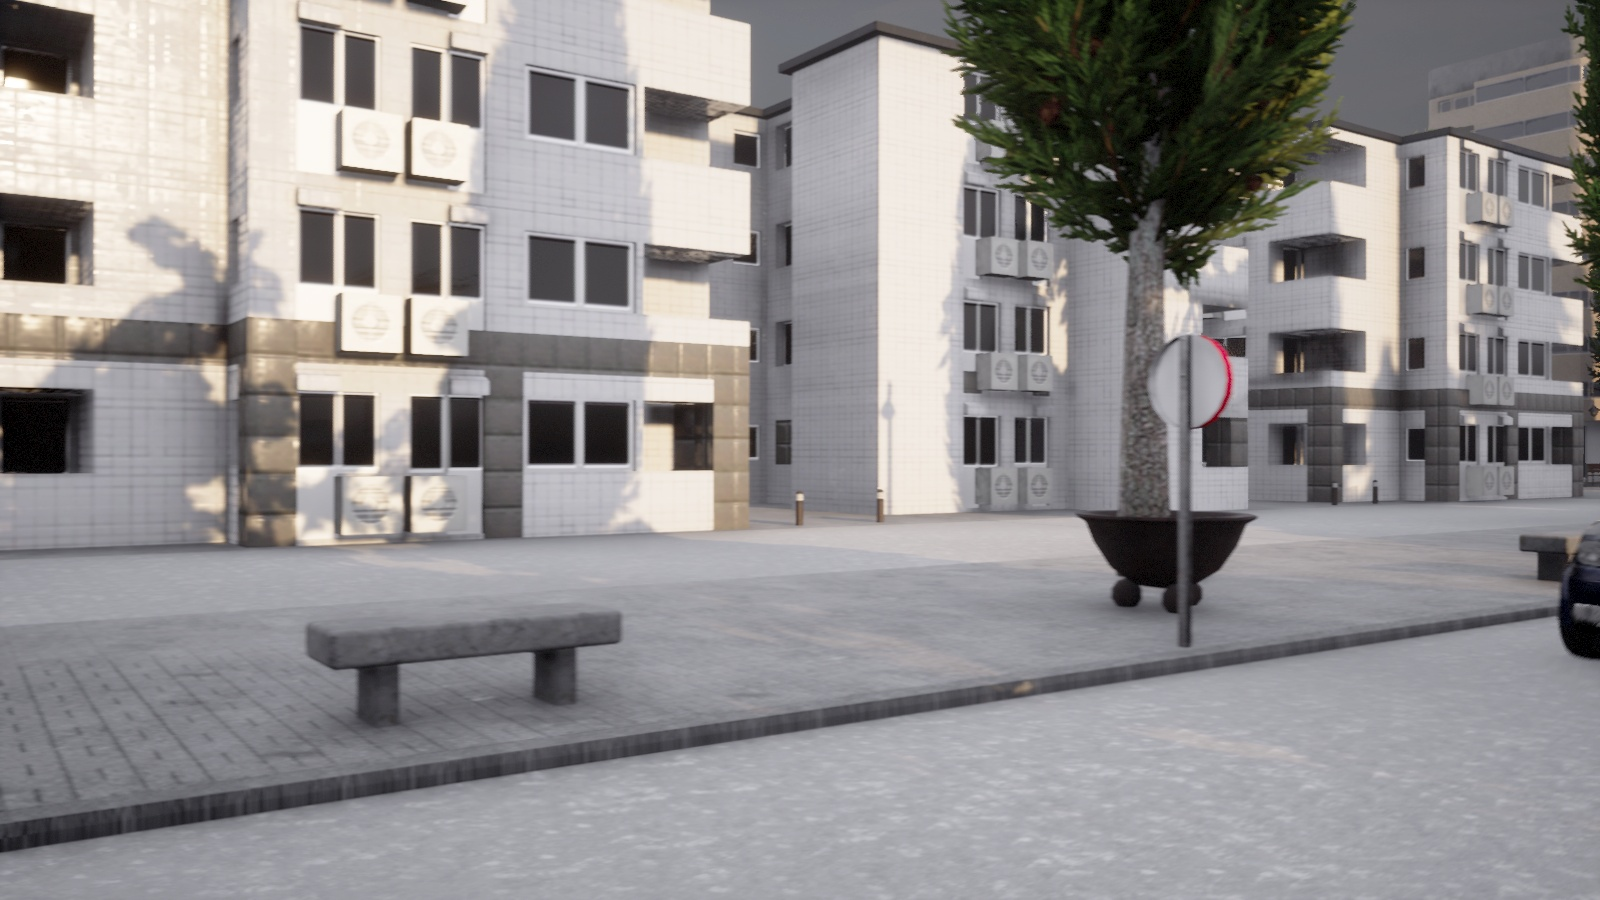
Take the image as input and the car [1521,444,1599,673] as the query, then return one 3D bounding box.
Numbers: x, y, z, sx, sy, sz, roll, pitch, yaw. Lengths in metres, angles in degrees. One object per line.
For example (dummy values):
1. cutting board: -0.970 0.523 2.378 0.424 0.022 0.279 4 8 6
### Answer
1. car: 7.148 0.731 9.223 3.705 1.549 1.789 0 0 -35
